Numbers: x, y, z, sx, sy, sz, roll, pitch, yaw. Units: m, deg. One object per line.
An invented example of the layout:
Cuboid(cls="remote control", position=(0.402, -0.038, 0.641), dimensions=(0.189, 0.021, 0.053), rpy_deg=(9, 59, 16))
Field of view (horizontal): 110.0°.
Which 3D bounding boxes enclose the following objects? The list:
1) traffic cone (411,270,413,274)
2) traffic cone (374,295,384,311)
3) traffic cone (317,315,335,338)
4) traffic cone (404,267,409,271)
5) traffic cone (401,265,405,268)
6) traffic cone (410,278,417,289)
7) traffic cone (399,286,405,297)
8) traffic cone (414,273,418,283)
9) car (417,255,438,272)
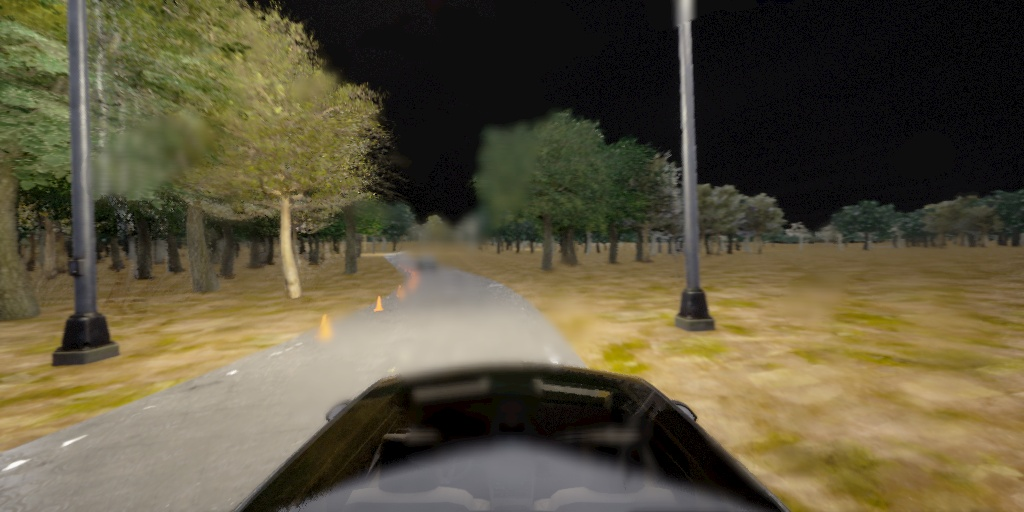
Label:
Cuboid(cls="traffic cone", position=(-10.345, 1.848, 38.354), dimensions=(0.340, 0.580, 0.340), rpy_deg=(0, 0, -18))
Cuboid(cls="traffic cone", position=(-5.362, 1.892, 14.507), dimensions=(0.340, 0.580, 0.340), rpy_deg=(0, 0, -6))
Cuboid(cls="traffic cone", position=(-4.995, 1.872, 9.639), dimensions=(0.340, 0.580, 0.340), rpy_deg=(0, 0, -3))
Cuboid(cls="traffic cone", position=(-13.759, 1.728, 47.579), dimensions=(0.340, 0.580, 0.340), rpy_deg=(0, 0, -21))
Cuboid(cls="traffic cone", position=(-15.590, 1.639, 52.231), dimensions=(0.340, 0.580, 0.340), rpy_deg=(0, 0, -21))
Cuboid(cls="traffic cone", position=(-6.730, 1.918, 24.172), dimensions=(0.340, 0.580, 0.340), rpy_deg=(0, 0, -11))
Cuboid(cls="traffic cone", position=(-5.941, 1.912, 19.355), dimensions=(0.340, 0.580, 0.340), rpy_deg=(0, 0, -8))
Cuboid(cls="traffic cone", position=(-7.728, 1.909, 28.951), dimensions=(0.340, 0.580, 0.340), rpy_deg=(0, 0, -13))
Cuboid(cls="car", position=(-11.137, 0.941, 47.078), dimensions=(2.150, 2.045, 5.566), rpy_deg=(-2, 2, -21))
